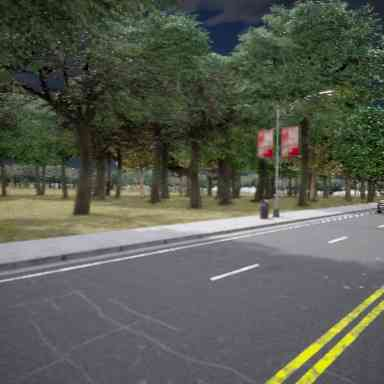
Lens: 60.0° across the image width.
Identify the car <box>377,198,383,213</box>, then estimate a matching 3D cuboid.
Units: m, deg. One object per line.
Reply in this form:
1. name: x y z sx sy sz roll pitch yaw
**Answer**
1. car: 17.840 0.965 29.098 2.097 1.767 4.553 2 2 43
